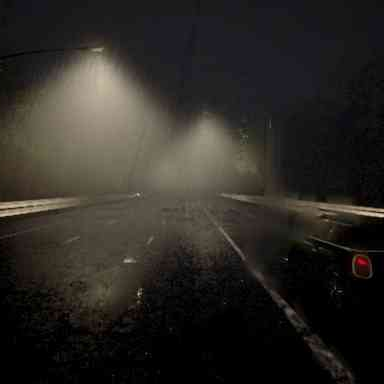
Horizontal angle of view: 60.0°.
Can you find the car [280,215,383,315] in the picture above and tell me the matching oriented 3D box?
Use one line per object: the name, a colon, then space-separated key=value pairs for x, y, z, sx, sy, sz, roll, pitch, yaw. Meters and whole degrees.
car: x=3.570 y=1.286 z=7.604 sx=2.097 sy=1.767 sz=4.553 roll=0 pitch=0 yaw=-1
